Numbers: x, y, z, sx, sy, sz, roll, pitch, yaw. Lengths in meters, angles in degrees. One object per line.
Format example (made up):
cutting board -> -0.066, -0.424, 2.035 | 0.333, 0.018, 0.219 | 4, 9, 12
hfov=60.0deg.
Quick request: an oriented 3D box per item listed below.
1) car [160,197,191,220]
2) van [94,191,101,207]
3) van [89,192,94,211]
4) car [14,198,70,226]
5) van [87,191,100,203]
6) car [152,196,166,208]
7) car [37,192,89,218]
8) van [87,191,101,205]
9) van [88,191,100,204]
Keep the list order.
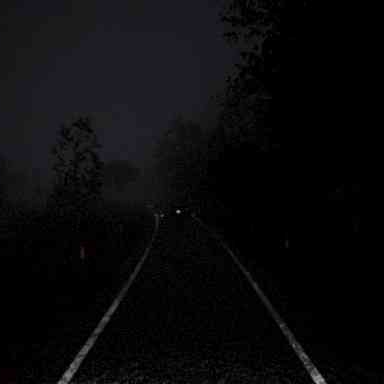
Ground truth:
car -> -1.209, 1.374, 25.867 | 1.994, 1.385, 4.181 | 0, 1, -7
van -> -13.162, 0.933, 43.749 | 1.878, 1.987, 4.442 | 1, -1, -15
van -> -11.111, 0.990, 32.753 | 1.878, 1.987, 4.442 | 1, -1, -10
car -> -9.872, 1.332, 21.761 | 2.002, 1.452, 4.674 | 0, -1, -5
van -> -17.754, 0.931, 59.868 | 1.878, 1.987, 4.442 | 1, -1, -21
car -> -3.891, 1.227, 42.114 | 1.994, 1.385, 4.181 | 0, 1, -12
car -> -10.398, 1.003, 27.296 | 2.435, 2.045, 5.566 | 1, -1, -9
van -> -14.511, 0.921, 49.163 | 1.878, 1.987, 4.442 | 1, -1, -16
van -> -16.040, 0.920, 54.542 | 1.878, 1.987, 4.442 | 1, -1, -16
